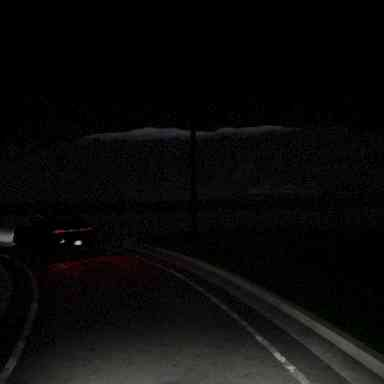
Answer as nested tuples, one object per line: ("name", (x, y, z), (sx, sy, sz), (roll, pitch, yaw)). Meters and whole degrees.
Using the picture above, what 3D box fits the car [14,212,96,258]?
("car", (-5.595, 1.569, 13.326), (2.128, 1.511, 4.902), (0, 0, -42))
